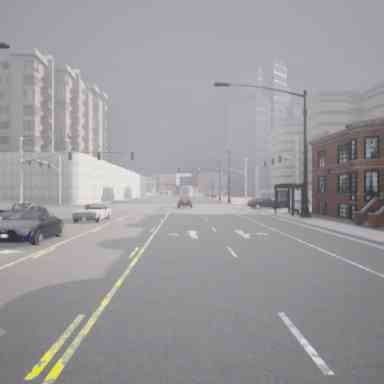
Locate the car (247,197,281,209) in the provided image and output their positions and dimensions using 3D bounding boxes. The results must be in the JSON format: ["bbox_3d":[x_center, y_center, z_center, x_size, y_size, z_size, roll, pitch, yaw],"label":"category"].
[{"bbox_3d":[9.766,1.482,44.019,4.892,1.490,1.837,0,0,-8],"label":"car"}]

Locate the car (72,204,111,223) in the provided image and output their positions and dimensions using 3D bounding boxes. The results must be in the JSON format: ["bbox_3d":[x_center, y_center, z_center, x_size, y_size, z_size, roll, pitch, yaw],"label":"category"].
[{"bbox_3d":[-7.641,1.588,25.657,1.895,1.301,4.718,0,0,-1],"label":"car"}]

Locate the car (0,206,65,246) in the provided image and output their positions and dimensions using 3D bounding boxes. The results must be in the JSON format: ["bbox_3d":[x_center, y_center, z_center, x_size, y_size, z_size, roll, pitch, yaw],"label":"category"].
[{"bbox_3d":[-7.415,1.557,15.125,1.994,1.385,4.181,0,0,0],"label":"car"}]

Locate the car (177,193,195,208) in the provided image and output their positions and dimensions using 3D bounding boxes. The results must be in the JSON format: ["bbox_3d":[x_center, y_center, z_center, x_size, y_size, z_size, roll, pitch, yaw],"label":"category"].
[{"bbox_3d":[-0.992,1.328,47.448,2.097,1.767,4.553,0,0,-1],"label":"car"}]

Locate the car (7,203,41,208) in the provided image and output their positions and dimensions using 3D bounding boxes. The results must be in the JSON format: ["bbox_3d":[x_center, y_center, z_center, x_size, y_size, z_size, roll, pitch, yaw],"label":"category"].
[{"bbox_3d":[-11.065,1.481,21.699,2.128,1.511,4.902,0,0,-1],"label":"car"}]
